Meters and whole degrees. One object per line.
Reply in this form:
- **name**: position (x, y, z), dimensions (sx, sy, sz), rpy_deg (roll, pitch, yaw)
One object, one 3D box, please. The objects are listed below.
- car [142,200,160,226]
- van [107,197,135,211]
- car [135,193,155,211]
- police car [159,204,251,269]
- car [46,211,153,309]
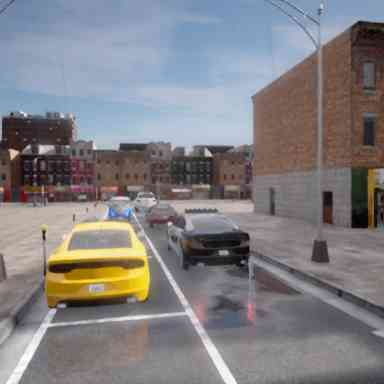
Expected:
- **car**: position (-2.063, 1.478, 22.382), dimensions (1.994, 1.385, 4.181), rpy_deg (-1, 0, -12)
- **van**: position (-5.312, 1.274, 24.569), dimensions (1.690, 1.788, 3.998), rpy_deg (-1, 0, -12)
- **car**: position (-5.294, 1.101, 37.364), dimensions (2.150, 2.045, 5.566), rpy_deg (-1, 0, -11)
- **police car**: position (0.278, 1.369, 11.193), dimensions (1.930, 1.638, 5.238), rpy_deg (-1, 0, -12)
- **car**: position (-2.124, 1.456, 8.023), dimensions (1.882, 1.535, 5.008), rpy_deg (-1, 0, -12)
